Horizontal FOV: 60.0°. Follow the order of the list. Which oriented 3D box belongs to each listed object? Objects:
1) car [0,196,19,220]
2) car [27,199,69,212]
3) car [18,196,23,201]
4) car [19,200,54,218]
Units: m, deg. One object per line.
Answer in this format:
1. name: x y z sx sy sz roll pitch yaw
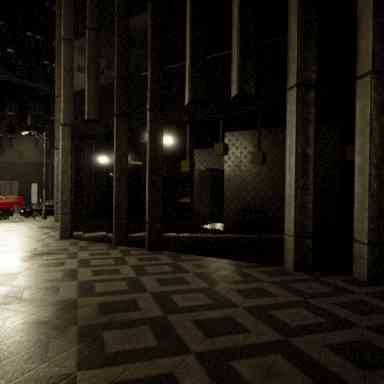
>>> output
1. car: -17.118 1.461 26.616 2.192 1.841 5.009 1 0 35
2. car: -17.566 1.632 40.761 1.947 1.339 4.313 1 0 35
3. car: -20.819 1.352 36.152 2.192 1.841 5.009 1 0 35
4. car: -13.865 1.741 31.226 1.947 1.339 4.313 1 0 35
